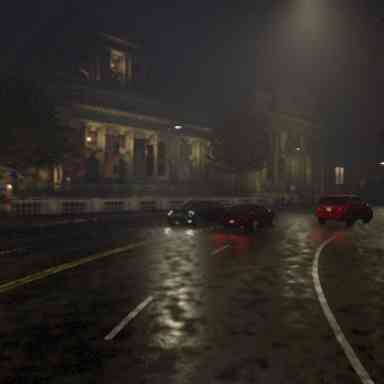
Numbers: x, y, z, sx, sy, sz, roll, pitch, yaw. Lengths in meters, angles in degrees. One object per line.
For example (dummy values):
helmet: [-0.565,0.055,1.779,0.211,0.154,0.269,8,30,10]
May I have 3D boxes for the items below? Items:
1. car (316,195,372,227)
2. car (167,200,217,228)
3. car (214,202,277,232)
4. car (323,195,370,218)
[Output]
car: [10.762,1.260,23.445,2.150,2.045,5.566,0,0,45]
car: [0.363,1.314,22.053,2.097,1.767,4.553,1,0,35]
car: [3.563,1.468,20.255,1.882,1.535,5.008,0,0,34]
car: [15.046,1.279,32.194,5.566,2.045,2.150,0,0,-42]
